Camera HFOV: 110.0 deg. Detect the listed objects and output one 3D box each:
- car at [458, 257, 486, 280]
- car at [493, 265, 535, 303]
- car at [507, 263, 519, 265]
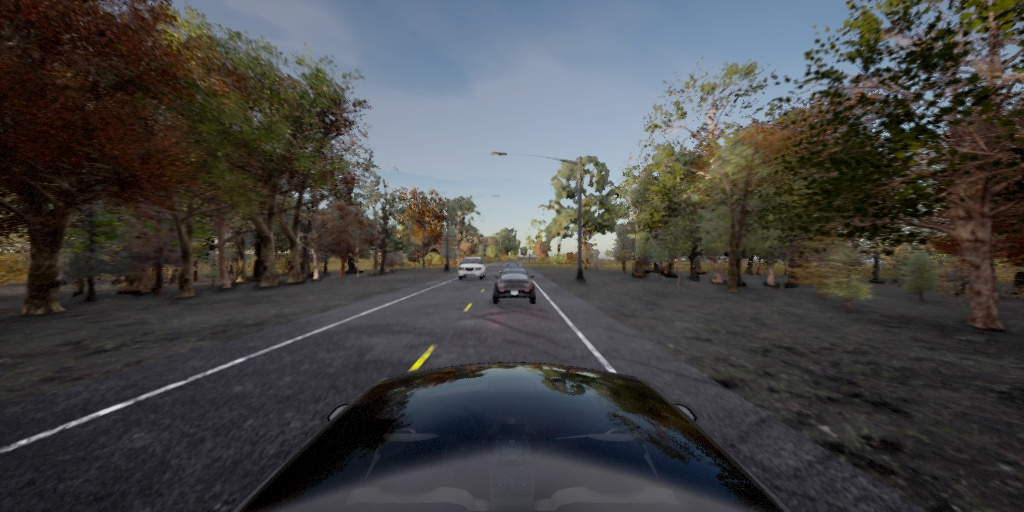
[{"bbox_3d":[-3.578,1.091,33.016,2.150,2.045,5.566,0,-1,0],"label":"car"},{"bbox_3d":[0.104,1.333,16.973,1.812,1.442,4.674,0,0,0],"label":"car"},{"bbox_3d":[0.101,1.454,39.011,1.994,1.385,4.181,0,0,0],"label":"car"}]
